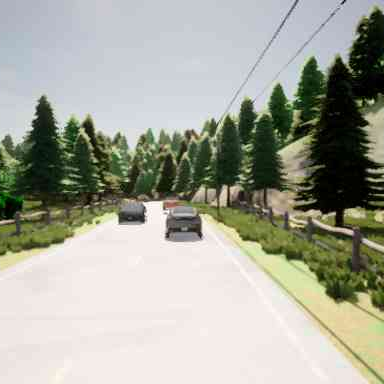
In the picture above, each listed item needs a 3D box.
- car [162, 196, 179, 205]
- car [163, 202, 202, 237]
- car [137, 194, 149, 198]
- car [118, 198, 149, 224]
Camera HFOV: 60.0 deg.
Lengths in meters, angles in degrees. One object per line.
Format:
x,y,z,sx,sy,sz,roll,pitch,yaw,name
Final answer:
-2.800,1.364,43.622,2.097,1.767,4.553,0,0,-6,car
-0.498,1.508,18.212,1.837,1.490,4.892,0,0,-3,car
-9.777,1.192,66.483,2.097,1.767,4.553,0,0,-15,car
-4.384,1.491,25.022,1.882,1.535,5.008,0,0,-5,car
